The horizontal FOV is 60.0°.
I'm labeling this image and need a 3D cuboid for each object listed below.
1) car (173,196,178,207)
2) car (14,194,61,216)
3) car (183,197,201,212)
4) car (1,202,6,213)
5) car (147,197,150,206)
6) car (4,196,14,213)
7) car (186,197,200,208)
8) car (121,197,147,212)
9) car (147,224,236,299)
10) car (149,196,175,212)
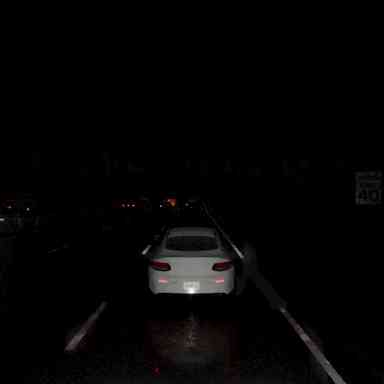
[{"bbox_3d":[-3.308,1.352,49.559,2.097,1.767,4.553,0,0,1],"label":"car"},{"bbox_3d":[-15.043,1.221,33.255,2.150,2.045,5.566,0,0,0],"label":"car"},{"bbox_3d":[-0.012,1.526,39.321,1.812,1.442,4.674,0,0,1],"label":"car"},{"bbox_3d":[-15.106,1.564,22.774,1.994,1.385,4.181,0,0,0],"label":"car"},{"bbox_3d":[-6.806,1.525,49.677,1.812,1.442,4.674,0,0,1],"label":"car"},{"bbox_3d":[-18.533,1.221,36.592,2.150,2.045,5.566,0,0,0],"label":"car"},{"bbox_3d":[0.193,1.477,49.538,1.882,1.535,5.008,0,0,1],"label":"car"},{"bbox_3d":[-7.012,1.547,39.316,2.033,1.411,5.357,0,0,1],"label":"car"},{"bbox_3d":[-0.012,1.526,8.304,1.812,1.442,4.674,0,0,0],"label":"car"},{"bbox_3d":[-3.508,1.564,39.731,1.994,1.385,4.181,0,0,1],"label":"car"}]
